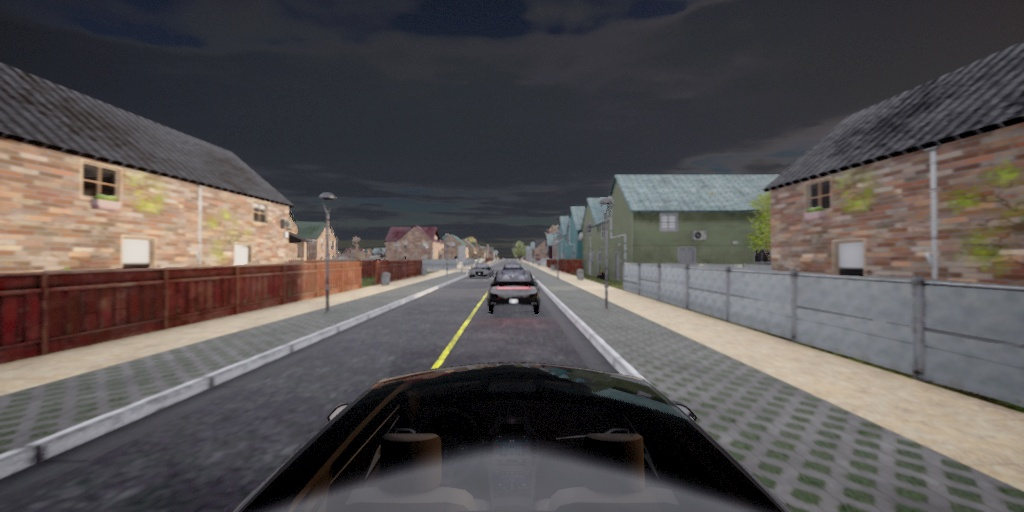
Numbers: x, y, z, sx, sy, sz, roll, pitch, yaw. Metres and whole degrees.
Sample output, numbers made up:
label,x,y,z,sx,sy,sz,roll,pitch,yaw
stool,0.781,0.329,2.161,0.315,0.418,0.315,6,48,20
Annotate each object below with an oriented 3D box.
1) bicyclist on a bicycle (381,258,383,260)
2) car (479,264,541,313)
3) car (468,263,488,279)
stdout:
label,x,y,z,sx,sy,sz,roll,pitch,yaw
bicyclist on a bicycle,-20.194,1.183,55.586,0.582,1.620,1.656,0,0,0
car,0.076,1.262,14.115,2.128,1.511,4.902,0,0,0
car,-2.814,1.364,33.151,1.994,1.385,4.181,0,0,0
